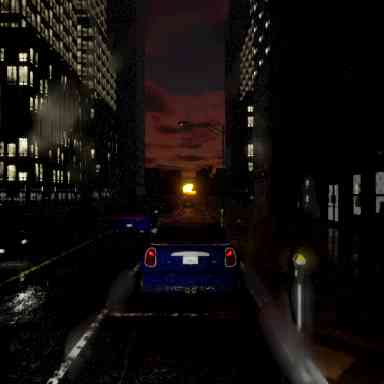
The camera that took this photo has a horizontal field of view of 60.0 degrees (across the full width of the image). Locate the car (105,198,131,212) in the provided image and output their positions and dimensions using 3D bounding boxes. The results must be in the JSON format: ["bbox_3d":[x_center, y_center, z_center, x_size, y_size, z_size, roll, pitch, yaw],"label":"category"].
[{"bbox_3d":[-8.818,1.537,38.570,2.008,1.369,4.403,0,0,0],"label":"car"}]

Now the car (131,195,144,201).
[{"bbox_3d":[-8.813,1.523,49.955,1.887,1.381,4.507,0,0,0],"label":"car"}]

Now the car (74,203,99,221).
[{"bbox_3d":[-8.822,1.575,27.185,1.802,1.307,4.206,0,0,0],"label":"car"}]

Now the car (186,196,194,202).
[{"bbox_3d":[-0.422,1.533,78.398,1.802,1.307,4.206,0,0,0],"label":"car"}]

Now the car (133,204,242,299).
[{"bbox_3d":[-0.029,1.352,8.617,2.097,1.767,4.553,0,0,0],"label":"car"}]

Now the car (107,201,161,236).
[{"bbox_3d":[-3.038,1.474,18.583,1.882,1.535,5.008,0,0,0],"label":"car"}]

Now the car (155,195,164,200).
[{"bbox_3d":[-8.798,1.503,89.801,1.947,1.339,4.313,0,0,0],"label":"car"}]

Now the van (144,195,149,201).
[{"bbox_3d":[-8.810,1.314,55.647,1.690,1.788,3.998,0,0,0],"label":"van"}]

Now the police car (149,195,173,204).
[{"bbox_3d":[-3.130,1.412,36.564,1.930,1.638,5.238,0,0,0],"label":"police car"}]

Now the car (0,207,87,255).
[{"bbox_3d":[-6.239,1.546,13.534,2.033,1.411,5.357,0,0,0],"label":"car"}]

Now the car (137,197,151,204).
[{"bbox_3d":[-8.809,1.550,61.340,1.802,1.307,4.206,0,0,0],"label":"car"}]

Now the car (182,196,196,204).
[{"bbox_3d":[-0.435,1.548,44.247,1.947,1.339,4.313,0,0,0],"label":"car"}]

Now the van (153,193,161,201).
[{"bbox_3d":[-8.799,1.285,84.108,1.690,1.788,3.998,0,0,0],"label":"van"}]
